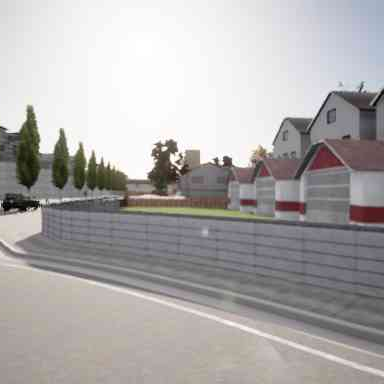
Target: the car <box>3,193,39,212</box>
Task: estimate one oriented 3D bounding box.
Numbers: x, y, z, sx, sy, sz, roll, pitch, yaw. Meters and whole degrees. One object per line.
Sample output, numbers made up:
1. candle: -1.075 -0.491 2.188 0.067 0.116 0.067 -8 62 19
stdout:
1. car: -19.093 1.142 37.375 2.150 2.045 5.566 1 0 -6
